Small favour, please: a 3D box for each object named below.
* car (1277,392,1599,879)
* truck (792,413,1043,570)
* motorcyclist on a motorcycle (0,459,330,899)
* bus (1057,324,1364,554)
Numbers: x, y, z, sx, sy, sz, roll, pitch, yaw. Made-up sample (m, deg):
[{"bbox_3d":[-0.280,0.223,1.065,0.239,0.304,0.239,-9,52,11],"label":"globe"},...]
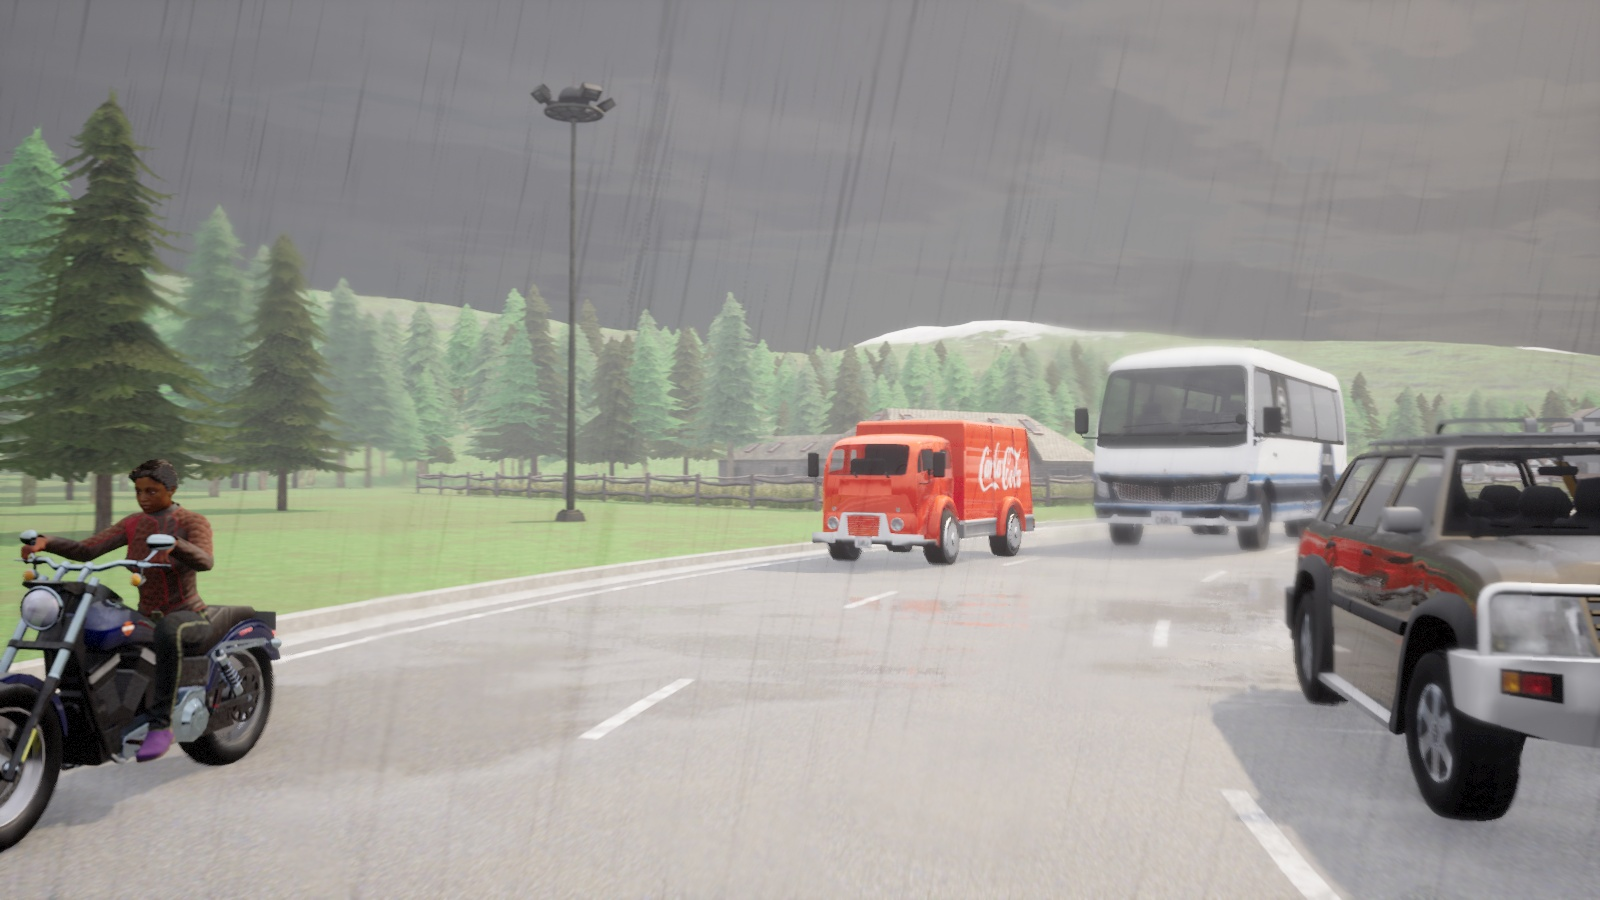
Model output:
[{"bbox_3d":[4.076,0.735,6.939,1.932,1.855,4.605,-1,-1,11],"label":"car"},{"bbox_3d":[2.279,0.700,22.628,2.627,2.467,5.204,-1,-1,29],"label":"truck"},{"bbox_3d":[-3.160,0.872,5.852,0.766,1.649,2.350,0,-1,8],"label":"motorcyclist on a motorcycle"},{"bbox_3d":[9.714,-0.112,28.538,3.944,4.253,10.273,-1,-1,34],"label":"bus"}]
